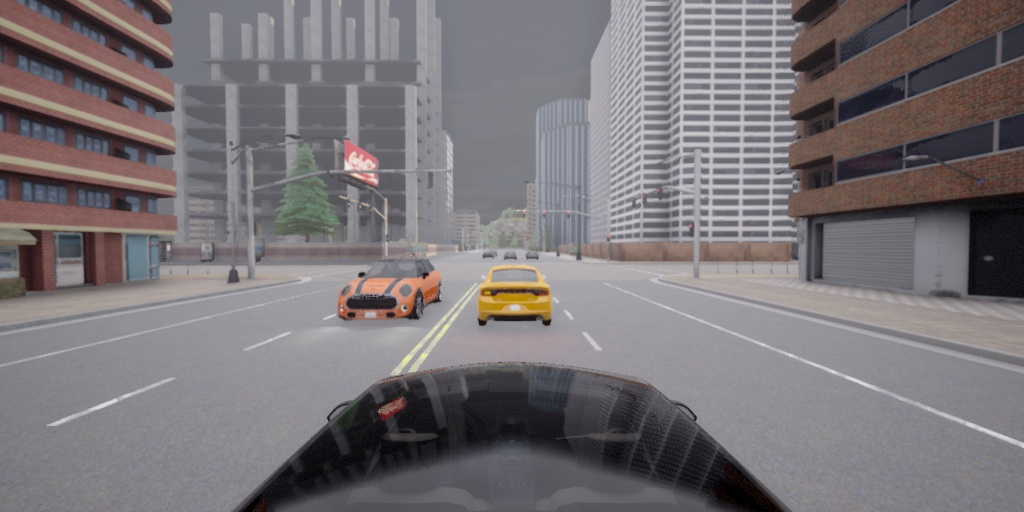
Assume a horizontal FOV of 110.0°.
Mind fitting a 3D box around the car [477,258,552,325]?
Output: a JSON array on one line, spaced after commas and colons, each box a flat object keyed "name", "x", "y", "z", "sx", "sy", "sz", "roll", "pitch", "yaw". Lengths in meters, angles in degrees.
[{"name": "car", "x": 0.055, "y": 0.992, "z": 10.767, "sx": 1.882, "sy": 1.535, "sz": 5.008, "roll": 0, "pitch": 1, "yaw": 0}]

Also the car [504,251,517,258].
[{"name": "car", "x": -0.249, "y": -0.152, "z": 57.997, "sx": 1.994, "sy": 1.385, "sz": 4.181, "roll": 0, "pitch": 1, "yaw": 0}]

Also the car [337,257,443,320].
[{"name": "car", "x": -3.591, "y": 0.851, "z": 11.351, "sx": 2.097, "sy": 1.767, "sz": 4.553, "roll": 0, "pitch": 2, "yaw": 0}]

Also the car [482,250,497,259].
[{"name": "car", "x": -3.907, "y": -0.156, "z": 59.590, "sx": 1.895, "sy": 1.301, "sz": 4.718, "roll": 0, "pitch": 1, "yaw": 0}]

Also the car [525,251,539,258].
[{"name": "car", "x": 3.249, "y": -0.162, "z": 58.313, "sx": 1.994, "sy": 1.385, "sz": 4.181, "roll": 0, "pitch": 1, "yaw": 0}]
